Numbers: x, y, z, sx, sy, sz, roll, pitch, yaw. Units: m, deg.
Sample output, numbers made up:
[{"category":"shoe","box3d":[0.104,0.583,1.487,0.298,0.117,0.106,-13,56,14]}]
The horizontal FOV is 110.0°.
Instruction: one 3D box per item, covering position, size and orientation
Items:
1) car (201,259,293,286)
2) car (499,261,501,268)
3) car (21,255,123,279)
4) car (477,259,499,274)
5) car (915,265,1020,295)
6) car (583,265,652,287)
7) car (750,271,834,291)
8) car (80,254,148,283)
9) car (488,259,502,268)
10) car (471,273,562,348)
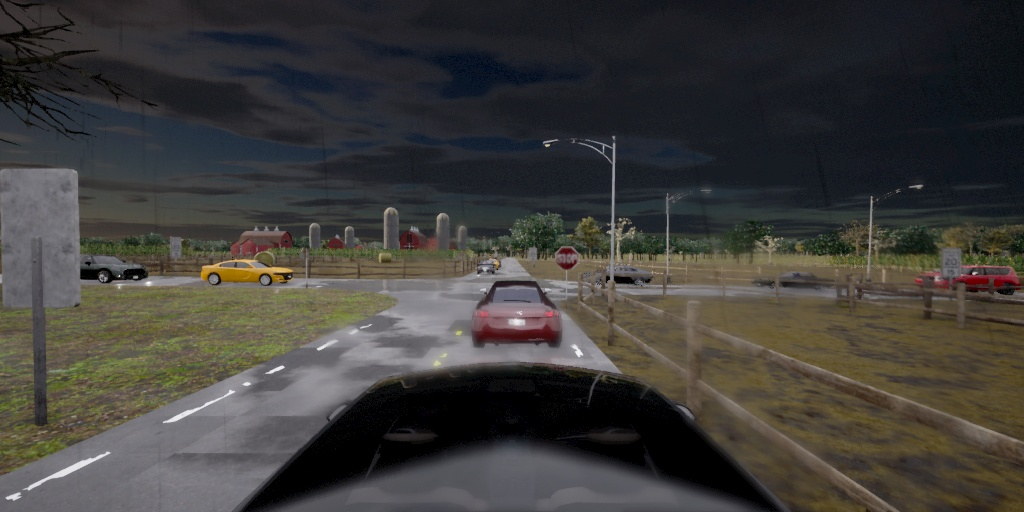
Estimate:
[{"category":"car","box3d":[-16.329,0.979,22.283,5.008,1.535,1.882,1,1,0]},{"category":"car","box3d":[-2.845,1.179,50.210,1.882,1.535,5.008,0,0,0]},{"category":"car","box3d":[-30.747,0.731,25.144,4.892,1.490,1.837,1,1,0]},{"category":"car","box3d":[-2.814,1.210,39.880,2.128,1.511,4.902,0,0,-1]},{"category":"car","box3d":[32.327,1.660,25.512,5.566,2.045,2.150,2,1,0]},{"category":"car","box3d":[7.315,1.378,25.374,4.902,1.511,2.128,1,1,0]},{"category":"car","box3d":[19.740,1.745,25.451,4.718,1.301,1.895,1,1,0]},{"category":"car","box3d":[-25.575,0.702,22.229,4.553,1.767,2.097,1,1,0]},{"category":"car","box3d":[-2.834,1.245,60.275,1.994,1.385,4.181,0,0,0]},{"category":"car","box3d":[0.098,1.311,9.250,1.994,1.385,4.181,0,0,0]}]
